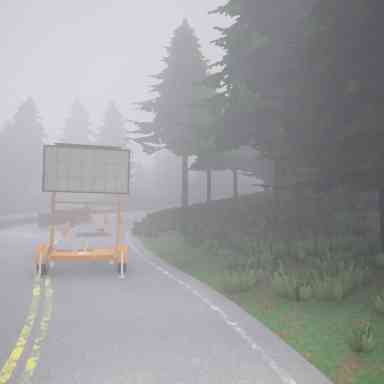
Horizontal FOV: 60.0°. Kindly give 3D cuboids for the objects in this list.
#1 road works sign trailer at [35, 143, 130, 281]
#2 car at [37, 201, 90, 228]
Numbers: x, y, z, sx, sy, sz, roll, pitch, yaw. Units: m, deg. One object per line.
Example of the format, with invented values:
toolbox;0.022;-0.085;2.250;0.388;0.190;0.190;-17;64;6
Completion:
road works sign trailer;-3.090;0.425;9.784;2.380;3.560;2.880;2;0;-15
car;-7.937;1.339;20.957;1.882;1.535;5.008;0;0;-1
